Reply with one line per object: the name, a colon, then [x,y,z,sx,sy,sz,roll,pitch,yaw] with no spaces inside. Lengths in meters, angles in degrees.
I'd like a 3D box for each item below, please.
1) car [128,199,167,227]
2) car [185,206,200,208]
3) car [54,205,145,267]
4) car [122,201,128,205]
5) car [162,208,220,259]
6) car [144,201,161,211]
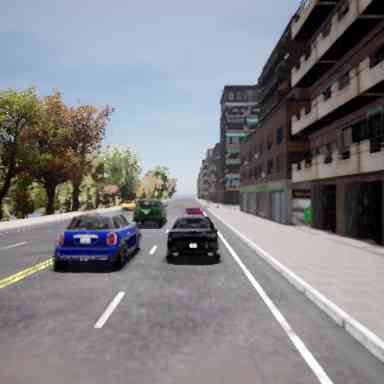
car: [-3.207,1.567,26.075,2.150,2.045,5.566,0,0,1]
car: [0.058,1.894,27.940,1.812,1.442,4.674,0,0,0]
car: [-3.201,1.512,12.164,2.097,1.767,4.553,0,-1,0]
car: [-9.791,2.162,51.863,1.882,1.535,5.008,0,-1,0]
car: [0.059,1.656,13.481,1.882,1.535,5.008,0,0,0]
car: [-6.510,2.276,55.205,2.033,1.411,5.357,0,-1,1]
